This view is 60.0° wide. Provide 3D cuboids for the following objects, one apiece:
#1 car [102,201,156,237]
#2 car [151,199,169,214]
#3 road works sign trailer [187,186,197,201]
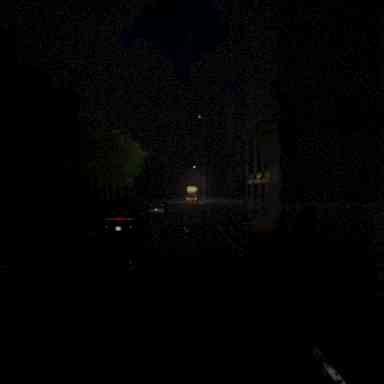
[{"bbox_3d":[-3.405,1.473,17.796,2.128,1.511,4.902,0,0,0],"label":"car"},{"bbox_3d":[-3.410,1.456,34.168,2.128,1.511,4.902,0,0,0],"label":"car"},{"bbox_3d":[-0.029,0.382,83.418,2.380,3.560,2.880,0,0,0],"label":"road works sign trailer"}]
